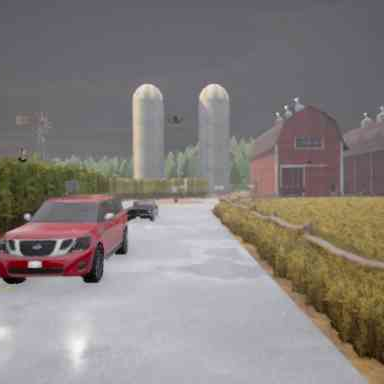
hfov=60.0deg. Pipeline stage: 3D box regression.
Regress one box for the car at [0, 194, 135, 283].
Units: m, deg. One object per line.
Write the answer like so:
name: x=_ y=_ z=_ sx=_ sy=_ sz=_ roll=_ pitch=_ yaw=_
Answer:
car: x=-3.299 y=1.121 z=9.723 sx=2.150 sy=2.045 sz=5.566 roll=0 pitch=1 yaw=0

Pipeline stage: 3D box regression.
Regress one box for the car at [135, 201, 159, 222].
car: x=-3.407 y=1.288 z=23.217 sx=1.895 sy=1.301 sz=4.718 roll=0 pitch=1 yaw=0
